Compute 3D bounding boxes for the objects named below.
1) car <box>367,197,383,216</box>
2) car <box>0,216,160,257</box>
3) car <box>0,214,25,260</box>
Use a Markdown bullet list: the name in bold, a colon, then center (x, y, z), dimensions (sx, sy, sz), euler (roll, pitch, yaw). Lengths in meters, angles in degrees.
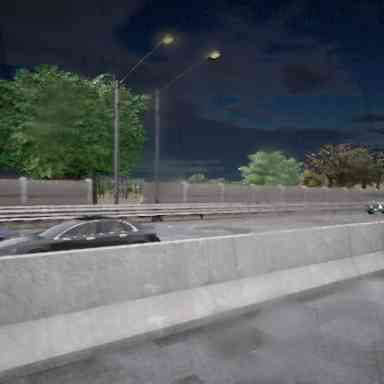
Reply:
- **car**: center (21.505, 1.569, 36.526), dimensions (5.566, 2.045, 2.150), euler (1, -1, -35)
- **car**: center (-3.338, 1.525, 10.210), dimensions (4.892, 1.490, 1.837), euler (1, 0, -35)
- **car**: center (-8.066, 1.562, 11.135), dimensions (4.181, 1.385, 1.994), euler (0, 0, -36)
